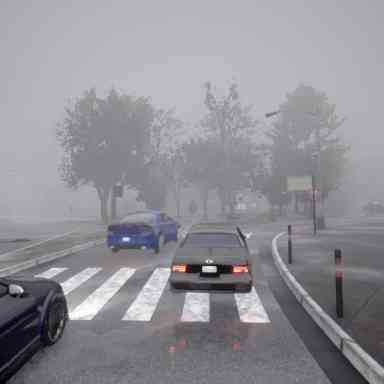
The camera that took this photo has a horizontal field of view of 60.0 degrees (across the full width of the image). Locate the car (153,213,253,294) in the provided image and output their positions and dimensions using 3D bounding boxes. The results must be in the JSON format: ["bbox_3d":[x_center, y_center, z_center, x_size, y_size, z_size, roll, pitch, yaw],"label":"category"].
[{"bbox_3d":[0.610,1.543,8.972,2.033,1.411,5.357,-1,0,6],"label":"car"}]

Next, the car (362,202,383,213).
[{"bbox_3d":[25.894,2.229,47.699,1.837,1.490,4.892,0,-2,12],"label":"car"}]

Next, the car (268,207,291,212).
[{"bbox_3d":[19.180,4.001,73.368,4.718,1.301,1.895,-4,-6,41],"label":"car"}]

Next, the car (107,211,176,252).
[{"bbox_3d":[-1.815,1.531,14.002,1.882,1.535,5.008,-1,-1,11],"label":"car"}]

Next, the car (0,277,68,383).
[{"bbox_3d":[-3.010,1.571,3.697,1.994,1.385,4.181,0,0,1],"label":"car"}]
